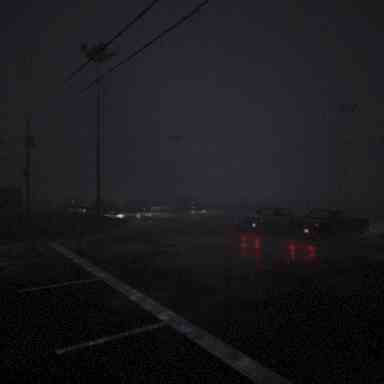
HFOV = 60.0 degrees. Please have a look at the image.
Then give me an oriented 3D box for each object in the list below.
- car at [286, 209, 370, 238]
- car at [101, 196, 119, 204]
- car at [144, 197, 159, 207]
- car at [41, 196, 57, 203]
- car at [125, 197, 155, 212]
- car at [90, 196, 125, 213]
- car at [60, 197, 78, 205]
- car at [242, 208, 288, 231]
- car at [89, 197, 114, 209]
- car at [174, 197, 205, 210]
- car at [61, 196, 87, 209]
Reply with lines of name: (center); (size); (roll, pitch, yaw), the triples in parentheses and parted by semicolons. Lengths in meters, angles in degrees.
car: (7.424, 1.612, 17.636); (4.718, 1.301, 1.895); (0, 0, -35)
car: (-15.770, 1.542, 63.634); (1.812, 1.442, 4.674); (0, 1, -35)
car: (-6.828, 1.542, 51.149); (1.812, 1.442, 4.674); (0, 0, -36)
car: (-25.526, 1.487, 59.176); (1.882, 1.535, 5.008); (0, 0, -35)
car: (-6.553, 1.612, 38.807); (1.895, 1.301, 4.718); (0, 0, -36)
car: (-9.644, 1.487, 37.108); (1.882, 1.535, 5.008); (0, 0, -36)
car: (-22.741, 1.575, 61.321); (1.994, 1.385, 4.181); (0, 0, -35)
car: (5.391, 1.612, 20.487); (4.718, 1.301, 1.895); (0, 0, -35)
car: (-13.085, 1.489, 47.851); (1.882, 1.535, 5.008); (0, 0, -36)
car: (-0.354, 1.368, 42.187); (2.097, 1.767, 4.553); (0, 0, -36)
car: (-16.291, 1.361, 46.310); (2.097, 1.767, 4.553); (0, 0, -36)
